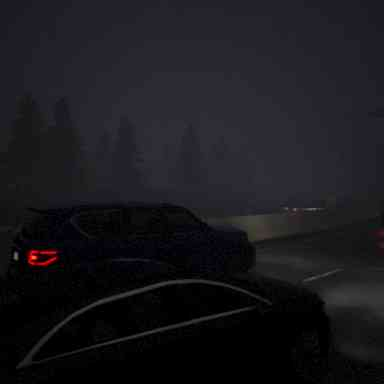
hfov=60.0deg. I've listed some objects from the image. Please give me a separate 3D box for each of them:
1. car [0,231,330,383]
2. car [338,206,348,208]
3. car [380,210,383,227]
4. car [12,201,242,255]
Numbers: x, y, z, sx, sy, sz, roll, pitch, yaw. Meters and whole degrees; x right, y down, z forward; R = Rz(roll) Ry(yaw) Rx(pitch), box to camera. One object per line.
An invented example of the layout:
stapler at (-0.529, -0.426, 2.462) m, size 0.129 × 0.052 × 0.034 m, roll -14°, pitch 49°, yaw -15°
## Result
car at (-0.412, 1.498, 3.662) m, size 4.902 × 1.511 × 2.128 m, roll 0°, pitch 0°, yaw -37°
car at (20.947, 1.483, 45.267) m, size 1.882 × 1.535 × 5.008 m, roll 0°, pitch 0°, yaw 27°
car at (13.735, 1.486, 21.733) m, size 2.128 × 1.511 × 4.902 m, roll 0°, pitch 0°, yaw 41°
car at (-1.006, 1.234, 7.569) m, size 5.566 × 2.045 × 2.150 m, roll 0°, pitch 0°, yaw -38°
